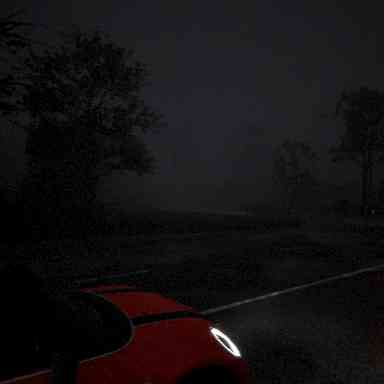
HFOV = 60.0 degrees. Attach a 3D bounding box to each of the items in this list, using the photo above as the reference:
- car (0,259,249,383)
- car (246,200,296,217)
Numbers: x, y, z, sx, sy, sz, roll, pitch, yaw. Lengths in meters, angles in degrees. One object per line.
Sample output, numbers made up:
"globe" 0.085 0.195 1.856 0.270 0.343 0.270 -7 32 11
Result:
"car" -1.685 1.353 2.522 4.553 1.767 2.097 0 0 -36
"car" 7.064 1.435 30.290 2.128 1.511 4.902 0 0 -39
